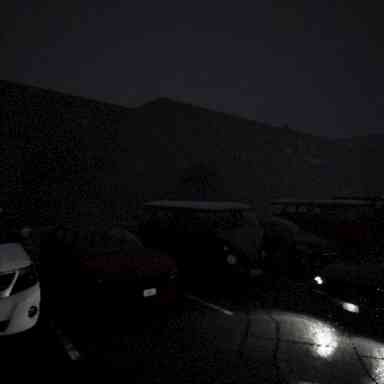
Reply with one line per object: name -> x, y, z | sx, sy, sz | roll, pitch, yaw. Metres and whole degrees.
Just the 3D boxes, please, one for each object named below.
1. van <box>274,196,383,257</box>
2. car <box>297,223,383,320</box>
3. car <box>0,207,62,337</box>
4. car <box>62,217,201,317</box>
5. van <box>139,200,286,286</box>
van -> 4.600, 1.255, 12.807 | 1.878, 1.987, 4.442 | 0, 0, -35
car -> 4.833, 1.548, 7.127 | 5.357, 1.411, 2.033 | 0, 0, -35
car -> -4.449, 1.229, 6.182 | 2.435, 2.045, 5.566 | 0, 0, -35
car -> -2.186, 1.480, 7.837 | 2.097, 1.535, 5.008 | 0, 0, -35
van -> 0.168, 1.255, 9.365 | 1.878, 1.987, 4.442 | 0, 0, -35
